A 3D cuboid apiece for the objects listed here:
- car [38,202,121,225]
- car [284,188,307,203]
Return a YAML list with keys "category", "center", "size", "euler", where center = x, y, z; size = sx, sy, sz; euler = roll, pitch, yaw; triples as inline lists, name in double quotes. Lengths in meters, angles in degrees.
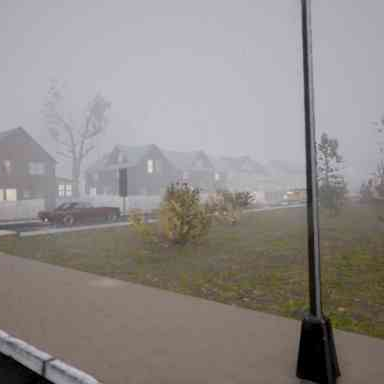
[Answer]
- category: "car"
  center: [-6.740, 1.264, 20.470]
  size: [1.895, 1.301, 4.718]
  euler: [-2, -1, 43]
- category: "car"
  center: [13.949, 0.603, 42.280]
  size: [1.882, 1.535, 5.008]
  euler: [-3, -1, 44]
